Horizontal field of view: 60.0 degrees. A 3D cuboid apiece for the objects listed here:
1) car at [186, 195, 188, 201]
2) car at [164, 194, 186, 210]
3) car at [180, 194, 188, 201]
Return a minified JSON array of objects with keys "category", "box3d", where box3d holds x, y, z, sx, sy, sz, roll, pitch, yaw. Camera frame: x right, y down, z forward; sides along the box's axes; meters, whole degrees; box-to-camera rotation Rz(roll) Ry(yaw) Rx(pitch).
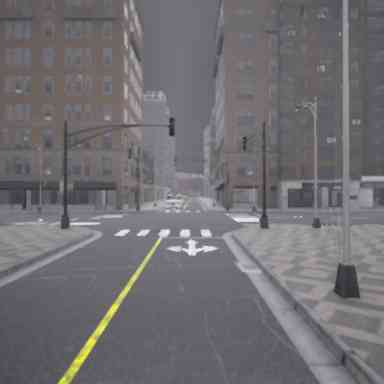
[{"category":"car","box3d":[-2.244,1.333,55.046,2.097,1.767,4.553,0,-1,0]},{"category":"car","box3d":[-2.312,1.318,43.824,2.150,2.045,5.566,0,1,1]},{"category":"car","box3d":[-2.121,1.424,87.870,2.097,1.767,4.553,0,0,0]}]
